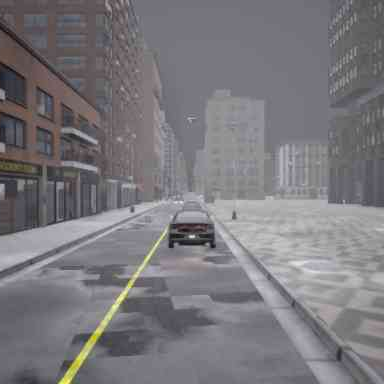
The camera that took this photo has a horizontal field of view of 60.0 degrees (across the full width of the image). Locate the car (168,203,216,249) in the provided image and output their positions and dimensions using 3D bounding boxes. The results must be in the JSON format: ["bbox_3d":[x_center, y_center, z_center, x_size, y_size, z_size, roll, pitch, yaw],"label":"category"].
[{"bbox_3d":[0.000,1.484,14.650,1.882,1.535,5.008,0,0,0],"label":"car"}]

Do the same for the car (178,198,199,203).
[{"bbox_3d":[0.000,1.562,29.651,2.033,1.411,5.357,0,0,0],"label":"car"}]

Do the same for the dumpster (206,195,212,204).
[{"bbox_3d":[3.136,1.393,60.949,1.020,1.700,1.940,0,0,0],"label":"dumpster"}]

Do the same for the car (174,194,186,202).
[{"bbox_3d":[-3.001,1.527,75.949,1.994,1.385,4.181,0,0,0],"label":"car"}]
